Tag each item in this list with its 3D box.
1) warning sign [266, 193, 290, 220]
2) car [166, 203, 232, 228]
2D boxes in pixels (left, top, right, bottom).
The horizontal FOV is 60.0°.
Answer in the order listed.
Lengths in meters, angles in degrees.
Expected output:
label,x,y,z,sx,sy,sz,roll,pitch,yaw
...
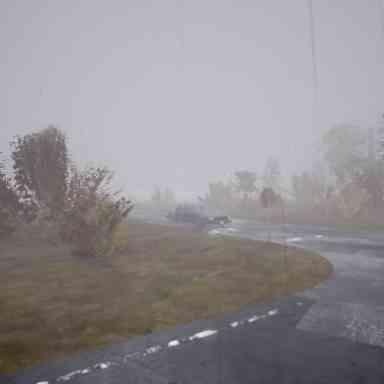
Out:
label,x,y,z,sx,sy,sz,roll,pitch,yaw
warning sign,6.122,1.008,23.748,1.300,1.860,1.060,0,0,-35
car,0.263,1.463,22.070,2.033,1.411,5.357,0,0,-35
